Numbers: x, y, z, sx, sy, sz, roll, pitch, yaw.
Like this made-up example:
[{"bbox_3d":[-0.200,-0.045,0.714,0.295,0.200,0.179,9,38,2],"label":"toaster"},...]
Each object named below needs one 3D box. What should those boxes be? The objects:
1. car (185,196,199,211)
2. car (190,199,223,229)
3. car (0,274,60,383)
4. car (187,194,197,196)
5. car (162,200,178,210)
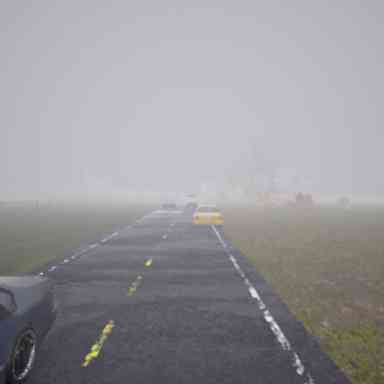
[{"bbox_3d":[0.033,1.574,42.227,1.812,1.442,4.674,0,0,1],"label":"car"},{"bbox_3d":[0.963,1.477,21.774,1.801,1.575,5.366,0,0,0],"label":"car"},{"bbox_3d":[-2.850,1.548,2.571,2.033,1.411,5.357,0,0,0],"label":"car"},{"bbox_3d":[0.001,1.287,55.930,2.150,2.045,5.566,0,0,0],"label":"car"},{"bbox_3d":[-2.836,1.650,43.418,1.895,1.301,4.718,0,0,0],"label":"car"}]
